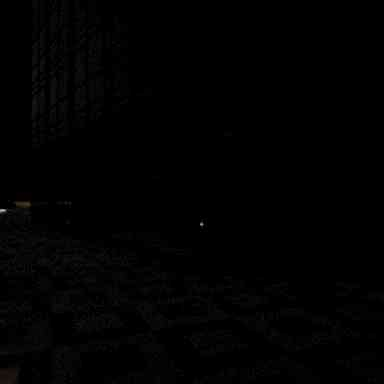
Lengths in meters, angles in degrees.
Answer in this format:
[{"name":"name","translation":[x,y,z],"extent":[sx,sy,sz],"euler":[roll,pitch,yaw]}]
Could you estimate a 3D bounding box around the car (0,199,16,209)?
[{"name":"car","translation":[-26.309,1.722,46.583],"extent":[1.994,1.385,4.181],"euler":[0,0,-7]}]
